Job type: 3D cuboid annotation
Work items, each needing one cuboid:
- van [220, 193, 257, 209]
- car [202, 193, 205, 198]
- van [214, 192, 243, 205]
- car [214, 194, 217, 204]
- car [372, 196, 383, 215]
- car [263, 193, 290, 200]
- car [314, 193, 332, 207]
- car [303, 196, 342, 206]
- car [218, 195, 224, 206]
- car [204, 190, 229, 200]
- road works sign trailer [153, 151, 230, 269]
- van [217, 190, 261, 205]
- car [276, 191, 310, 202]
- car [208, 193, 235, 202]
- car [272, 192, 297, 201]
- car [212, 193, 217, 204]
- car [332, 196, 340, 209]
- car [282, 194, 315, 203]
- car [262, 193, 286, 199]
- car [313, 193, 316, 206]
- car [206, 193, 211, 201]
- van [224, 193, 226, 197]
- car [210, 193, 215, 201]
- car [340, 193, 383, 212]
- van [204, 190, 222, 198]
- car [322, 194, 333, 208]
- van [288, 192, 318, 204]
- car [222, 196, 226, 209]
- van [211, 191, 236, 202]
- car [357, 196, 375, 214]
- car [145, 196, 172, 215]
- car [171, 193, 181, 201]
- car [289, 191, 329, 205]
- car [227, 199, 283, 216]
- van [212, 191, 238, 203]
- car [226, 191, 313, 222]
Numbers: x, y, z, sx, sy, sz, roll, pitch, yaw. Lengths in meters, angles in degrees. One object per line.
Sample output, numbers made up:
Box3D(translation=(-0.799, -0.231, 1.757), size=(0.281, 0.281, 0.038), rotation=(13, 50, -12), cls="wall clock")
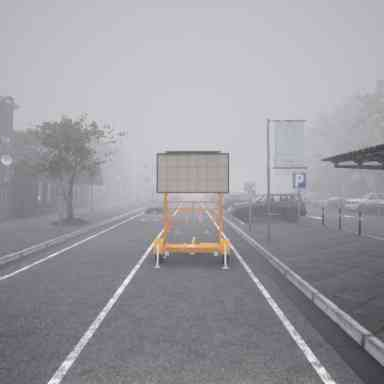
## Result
Box3D(translation=(5.786, 1.077, 41.722), size=(4.442, 1.987, 1.878), rotation=(0, 0, 0), cls="van")
Box3D(translation=(5.566, 0.696, 72.561), size=(5.566, 2.045, 2.435), rotation=(0, 1, 0), cls="car")
Box3D(translation=(5.759, 0.973, 52.942), size=(4.442, 1.987, 1.878), rotation=(0, 1, 0), cls="van")
Box3D(translation=(5.692, 1.313, 44.527), size=(4.792, 1.488, 2.163), rotation=(0, 0, 0), cls="car")
Box3D(translation=(18.786, 1.376, 28.578), size=(5.008, 1.535, 2.097), rotation=(0, 0, 0), cls="car")
Box3D(translation=(18.488, 0.940, 72.994), size=(5.366, 1.575, 1.946), rotation=(0, 1, 0), cls="car")
Box3D(translation=(18.932, 1.296, 42.460), size=(5.366, 1.575, 1.946), rotation=(0, 0, 0), cls="car")
Box3D(translation=(18.763, 1.282, 48.015), size=(4.792, 1.488, 2.163), rotation=(0, 1, 0), cls="car")
Box3D(translation=(5.678, 1.337, 36.115), size=(5.008, 1.535, 2.097), rotation=(0, 0, 0), cls="car")
Box3D(translation=(5.560, 0.660, 75.364), size=(5.566, 2.045, 2.435), rotation=(0, 1, 0), cls="car")
Box3D(translation=(0.036, 0.441, 11.128), size=(2.380, 3.560, 2.880), rotation=(0, 0, 2), cls="road works sign trailer")
Box3D(translation=(5.560, 1.096, 38.920), size=(4.442, 1.987, 1.878), rotation=(0, 0, 0), cls="van")
Box3D(translation=(18.729, 0.835, 61.889), size=(5.566, 2.045, 2.435), rotation=(0, 1, 0), cls="car")
Box3D(translation=(5.609, 1.057, 64.156), size=(4.892, 1.521, 2.231), rotation=(0, 1, 0), cls="car")
Box3D(translation=(18.718, 0.889, 67.443), size=(4.553, 1.767, 2.185), rotation=(0, 1, 0), cls="car")
Box3D(translation=(5.653, 1.298, 47.334), size=(4.674, 1.452, 2.002), rotation=(0, 1, 0), cls="car")
Box3D(translation=(18.755, 1.335, 36.904), size=(4.892, 1.521, 2.231), rotation=(0, 0, 0), cls="car")
Box3D(translation=(18.893, 1.119, 59.117), size=(5.366, 1.575, 1.946), rotation=(0, 1, 0), cls="car")
Box3D(translation=(18.673, 0.908, 75.771), size=(4.892, 1.521, 2.231), rotation=(0, 1, 0), cls="car")
Box3D(translation=(18.711, 1.310, 45.231), size=(4.792, 1.488, 2.163), rotation=(0, 1, 0), cls="car")
Box3D(translation=(5.607, 0.912, 55.742), size=(5.566, 2.045, 2.435), rotation=(0, 1, 0), cls="car")
Box3D(translation=(5.807, 1.125, 33.310), size=(4.442, 1.987, 1.878), rotation=(0, 0, 0), cls="van")
Box3D(translation=(5.655, 1.230, 50.137), size=(4.892, 1.521, 2.231), rotation=(0, 1, 0), cls="car")
Box3D(translation=(18.739, 1.097, 34.129), size=(5.566, 2.045, 2.435), rotation=(0, 0, 0), cls="car")
Box3D(translation=(5.444, 0.541, 86.577), size=(4.442, 1.987, 1.878), rotation=(0, 1, 0), cls="van")
Box3D(translation=(18.749, 1.318, 39.682), size=(5.008, 1.535, 2.097), rotation=(0, 0, 0), cls="car")
Box3D(translation=(18.831, 0.931, 56.339), size=(4.442, 1.987, 1.878), rotation=(0, 1, 0), cls="van")
Box3D(translation=(5.518, 1.376, 27.704), size=(5.366, 1.575, 1.946), rotation=(0, 0, 0), cls="car")
Box3D(translation=(5.739, 0.866, 61.350), size=(4.442, 1.987, 1.878), rotation=(0, 1, 0), cls="van")
Box3D(translation=(18.779, 1.362, 31.354), size=(5.008, 1.535, 2.097), rotation=(0, 0, 0), cls="car")
Box3D(translation=(-3.383, 1.405, 32.634), size=(2.033, 1.411, 5.357), rotation=(0, 0, 0), cls="car")
Box3D(translation=(-3.322, 0.868, 68.763), size=(2.097, 1.767, 4.553), rotation=(0, 1, 0), cls="car")
Box3D(translation=(18.749, 0.942, 53.563), size=(5.566, 2.045, 2.435), rotation=(0, 1, 0), cls="car")
Box3D(translation=(5.699, 1.405, 30.508), size=(4.674, 1.452, 2.002), rotation=(0, 0, 0), cls="car")
Box3D(translation=(5.745, 0.902, 58.547), size=(4.442, 1.987, 1.878), rotation=(0, 1, 0), cls="van")
Box3D(translation=(5.682, 1.142, 24.900), size=(5.566, 2.045, 2.435), rotation=(0, 0, 0), cls="car")
